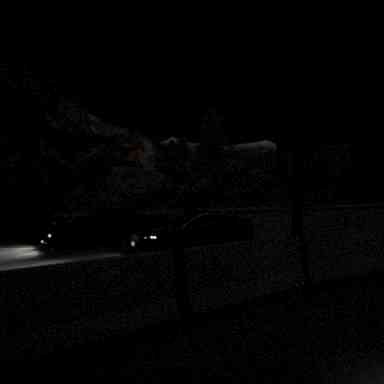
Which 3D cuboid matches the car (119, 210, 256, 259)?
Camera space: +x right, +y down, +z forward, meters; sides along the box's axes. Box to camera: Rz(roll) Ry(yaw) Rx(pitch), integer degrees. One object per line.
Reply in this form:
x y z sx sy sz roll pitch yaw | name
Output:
0.137 1.427 12.294 4.902 1.511 2.128 0 0 -32 | car

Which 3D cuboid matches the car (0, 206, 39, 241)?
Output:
-8.771 1.507 14.833 5.357 1.411 2.033 0 0 -35 | car

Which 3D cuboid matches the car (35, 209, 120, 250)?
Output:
-3.484 1.489 14.163 5.357 1.411 2.033 0 0 -33 | car

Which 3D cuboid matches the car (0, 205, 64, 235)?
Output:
-9.546 1.508 18.475 4.181 1.385 1.994 0 0 -34 | car
